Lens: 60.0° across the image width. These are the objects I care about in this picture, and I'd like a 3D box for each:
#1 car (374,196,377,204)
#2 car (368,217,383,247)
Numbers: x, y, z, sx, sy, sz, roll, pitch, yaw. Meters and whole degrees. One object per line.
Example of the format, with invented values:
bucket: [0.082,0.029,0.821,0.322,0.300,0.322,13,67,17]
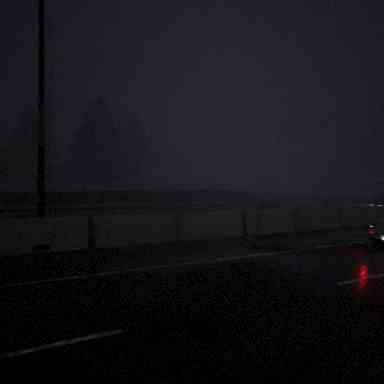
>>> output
car: [28.155,1.002,48.250,4.902,1.511,2.128,0,1,-29]
car: [8.741,1.403,12.755,4.674,1.442,1.812,1,1,-29]
